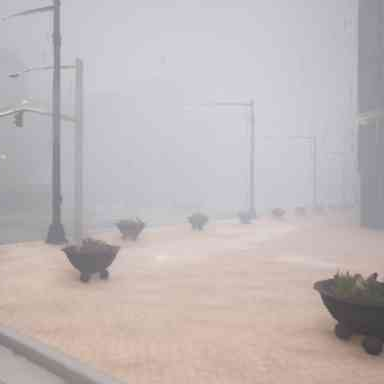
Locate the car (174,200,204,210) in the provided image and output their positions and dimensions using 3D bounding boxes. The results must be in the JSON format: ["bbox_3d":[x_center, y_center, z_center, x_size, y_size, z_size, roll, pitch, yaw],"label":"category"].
[{"bbox_3d":[-0.140,1.969,50.222,1.895,1.301,4.718,0,-1,36],"label":"car"}]

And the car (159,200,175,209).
[{"bbox_3d":[-3.005,1.955,52.233,1.895,1.301,4.718,0,-1,36],"label":"car"}]
